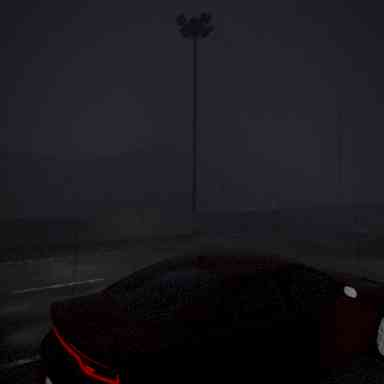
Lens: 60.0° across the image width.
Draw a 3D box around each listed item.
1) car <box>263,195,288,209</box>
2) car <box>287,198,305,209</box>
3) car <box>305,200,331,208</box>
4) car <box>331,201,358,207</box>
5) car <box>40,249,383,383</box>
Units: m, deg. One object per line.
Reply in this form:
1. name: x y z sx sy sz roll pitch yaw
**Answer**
1. car: 13.141 1.512 51.585 2.150 2.045 5.566 0 0 43
2. car: 16.632 1.869 50.225 1.994 1.385 4.181 0 0 42
3. car: 18.128 1.862 46.710 1.994 1.385 4.181 0 0 43
4. car: 20.601 1.903 44.203 1.895 1.301 4.718 0 0 43
5. car: 0.796 1.499 4.312 5.008 1.535 1.882 0 0 -35
